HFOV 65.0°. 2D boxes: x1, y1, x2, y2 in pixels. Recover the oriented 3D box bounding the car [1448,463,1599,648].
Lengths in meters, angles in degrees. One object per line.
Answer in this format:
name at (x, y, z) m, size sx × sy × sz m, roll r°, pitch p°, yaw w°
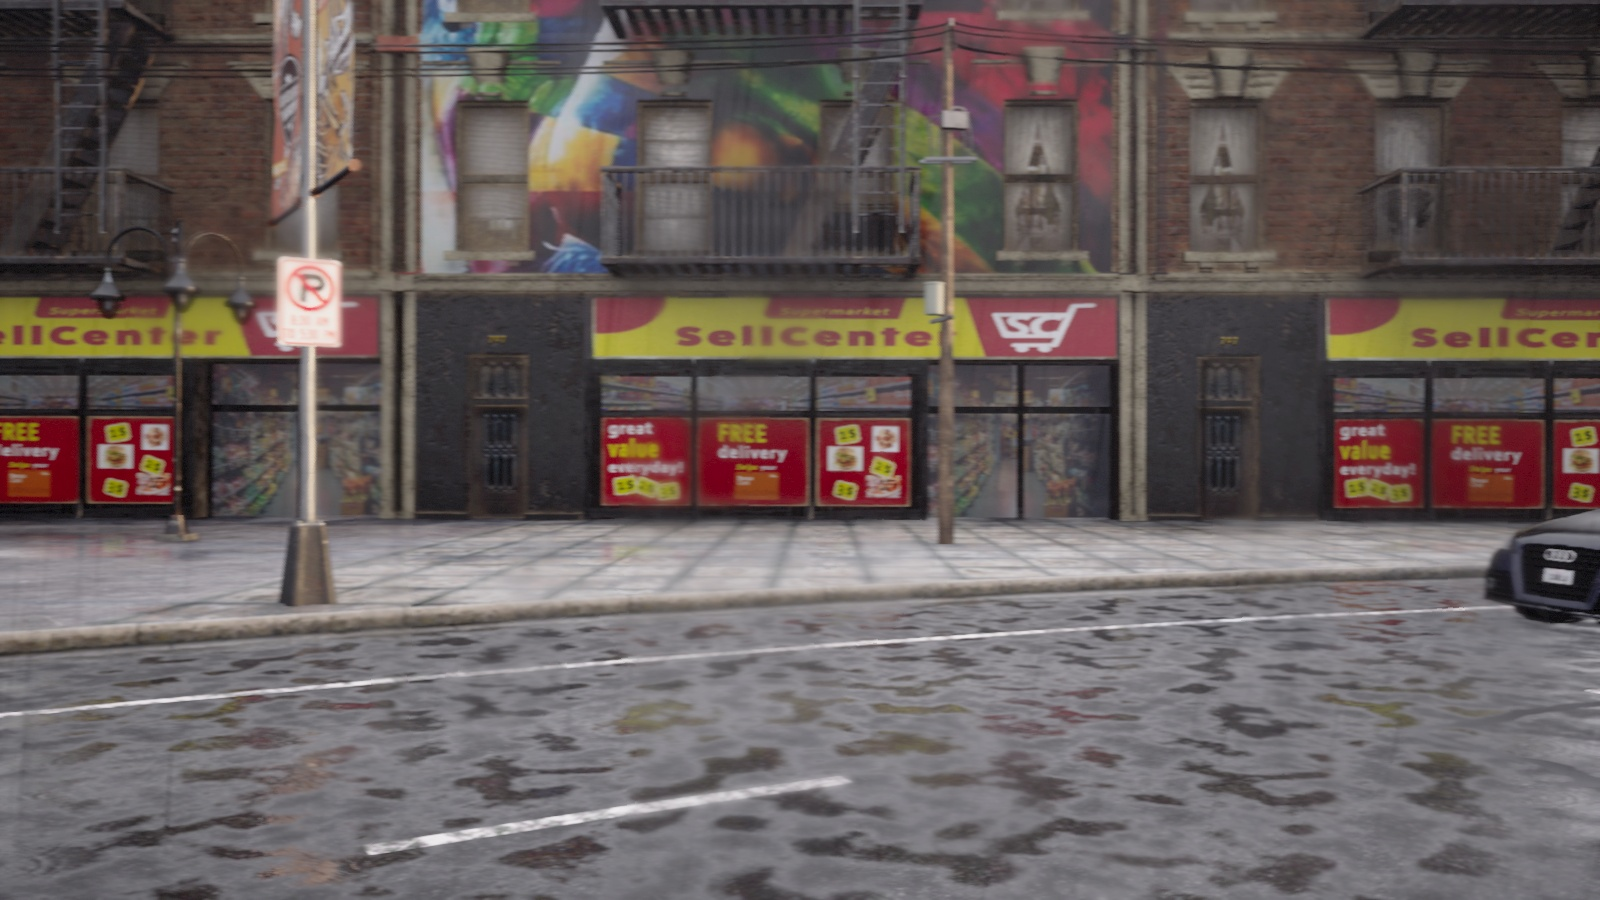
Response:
car at (7.977, 0.811, 10.586) m, size 4.181 × 1.385 × 1.994 m, roll 0°, pitch 0°, yaw -14°
